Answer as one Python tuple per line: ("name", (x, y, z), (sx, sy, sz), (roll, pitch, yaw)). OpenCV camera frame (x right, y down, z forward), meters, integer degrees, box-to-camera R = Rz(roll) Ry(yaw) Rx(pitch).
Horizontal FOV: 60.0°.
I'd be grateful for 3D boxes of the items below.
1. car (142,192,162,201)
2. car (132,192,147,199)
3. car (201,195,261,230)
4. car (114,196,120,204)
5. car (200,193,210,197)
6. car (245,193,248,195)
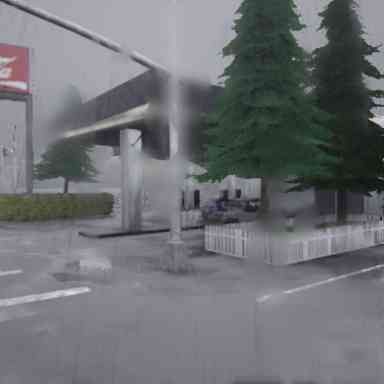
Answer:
("car", (-8.138, 1.154, 69.387), (2.007, 1.523, 4.514), (-1, 0, -36))
("car", (-13.888, 0.918, 88.100), (1.932, 1.855, 4.605), (-1, 0, -36))
("car", (2.785, 1.297, 19.406), (3.866, 1.878, 1.905), (-1, 0, -36))
("car", (-13.593, 1.316, 55.794), (1.970, 1.475, 3.806), (-1, 0, -36))
("car", (3.174, 1.062, 91.189), (1.970, 1.475, 3.806), (-1, 0, -36))
("car", (14.053, 0.989, 76.021), (2.152, 1.636, 5.027), (-1, 0, -36))
